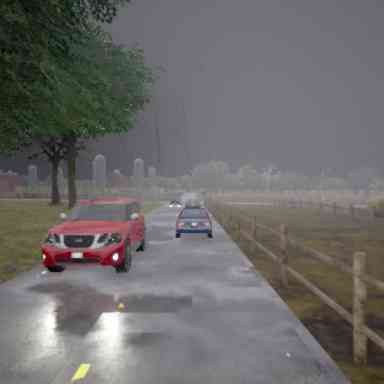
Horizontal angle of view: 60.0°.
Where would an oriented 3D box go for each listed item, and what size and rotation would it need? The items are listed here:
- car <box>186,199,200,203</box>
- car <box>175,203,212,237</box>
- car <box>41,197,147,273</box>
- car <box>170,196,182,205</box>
[{"bbox_3d":[0.092,1.510,41.722,1.994,1.385,4.181,0,0,0],"label":"car"},{"bbox_3d":[0.097,1.535,17.857,2.033,1.411,5.357,0,0,0],"label":"car"},{"bbox_3d":[-2.851,1.215,11.020,2.150,2.045,5.566,0,0,0],"label":"car"},{"bbox_3d":[-2.761,1.459,57.122,2.033,1.411,5.357,0,0,0],"label":"car"}]
